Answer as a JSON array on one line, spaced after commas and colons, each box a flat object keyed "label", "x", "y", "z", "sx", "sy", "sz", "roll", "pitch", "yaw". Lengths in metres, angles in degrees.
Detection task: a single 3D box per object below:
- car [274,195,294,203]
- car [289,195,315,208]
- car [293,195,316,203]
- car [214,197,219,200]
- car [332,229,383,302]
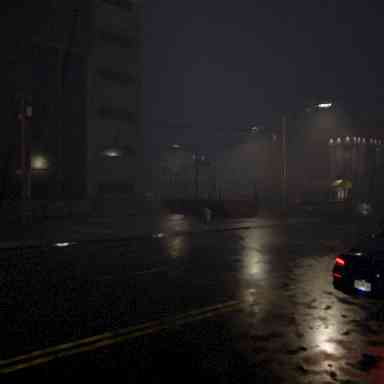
[{"label": "car", "x": 19.162, "y": 1.428, "z": 69.026, "sx": 3.806, "sy": 1.475, "sz": 1.970, "roll": 0, "pitch": 0, "yaw": -36}, {"label": "car", "x": 15.141, "y": 1.238, "z": 45.967, "sx": 4.553, "sy": 1.767, "sz": 2.185, "roll": 0, "pitch": 0, "yaw": -36}, {"label": "car", "x": 22.065, "y": 1.396, "z": 65.023, "sx": 4.674, "sy": 1.452, "sz": 2.002, "roll": 0, "pitch": 0, "yaw": -36}, {"label": "car", "x": 4.416, "y": 1.558, "z": 60.548, "sx": 4.718, "sy": 1.301, "sz": 1.895, "roll": 0, "pitch": 0, "yaw": -36}, {"label": "car", "x": 4.968, "y": 1.522, "z": 7.332, "sx": 4.674, "sy": 1.442, "sz": 1.812, "roll": 0, "pitch": 0, "yaw": -35}]
